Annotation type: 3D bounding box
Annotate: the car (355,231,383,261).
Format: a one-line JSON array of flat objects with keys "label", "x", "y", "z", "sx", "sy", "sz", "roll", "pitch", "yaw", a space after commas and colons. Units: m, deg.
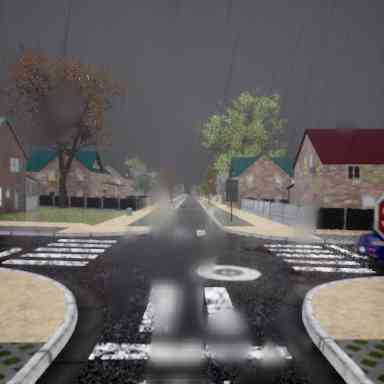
[{"label": "car", "x": 7.980, "y": 1.809, "z": 11.133, "sx": 4.674, "sy": 1.442, "sz": 1.812, "roll": 2, "pitch": 1, "yaw": -1}]
